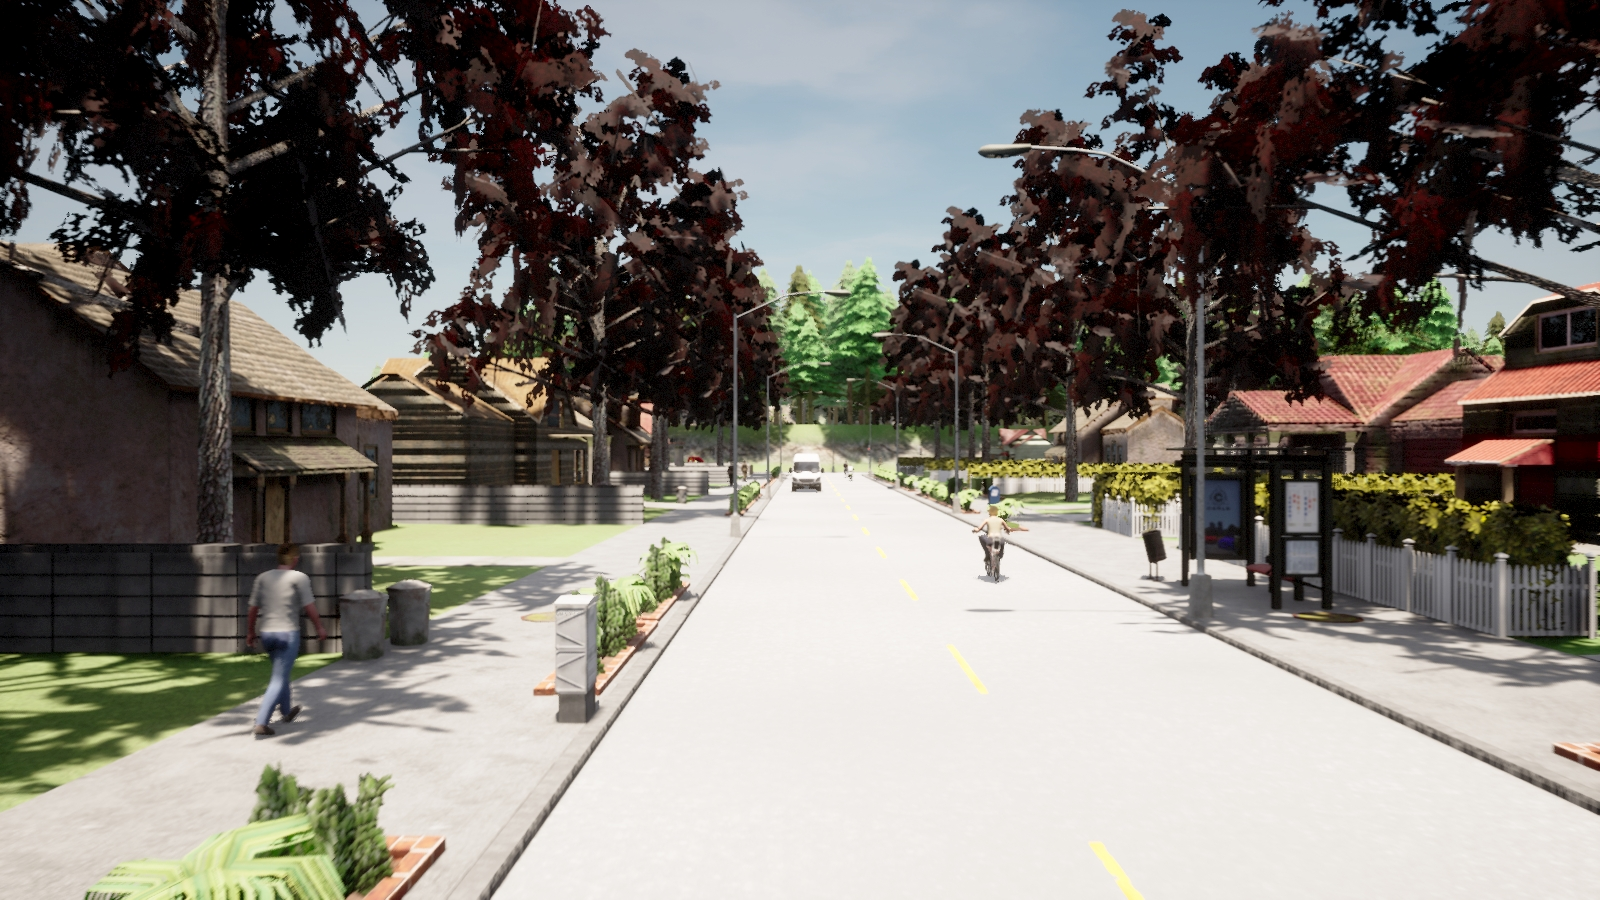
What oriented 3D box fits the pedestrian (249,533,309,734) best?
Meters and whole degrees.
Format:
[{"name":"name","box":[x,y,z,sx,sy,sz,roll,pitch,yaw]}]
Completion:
[{"name":"pedestrian","box":[-5.000,1.744,10.974,0.375,1.860,0.375,0,0,9]}]

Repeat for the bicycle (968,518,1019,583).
[{"name":"bicycle","box":[4.168,2.158,24.706,0.859,1.276,1.487,0,0,0]}]

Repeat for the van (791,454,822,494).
[{"name":"van","box":[0.443,1.536,76.744,1.988,2.561,5.915,0,0,0]}]
